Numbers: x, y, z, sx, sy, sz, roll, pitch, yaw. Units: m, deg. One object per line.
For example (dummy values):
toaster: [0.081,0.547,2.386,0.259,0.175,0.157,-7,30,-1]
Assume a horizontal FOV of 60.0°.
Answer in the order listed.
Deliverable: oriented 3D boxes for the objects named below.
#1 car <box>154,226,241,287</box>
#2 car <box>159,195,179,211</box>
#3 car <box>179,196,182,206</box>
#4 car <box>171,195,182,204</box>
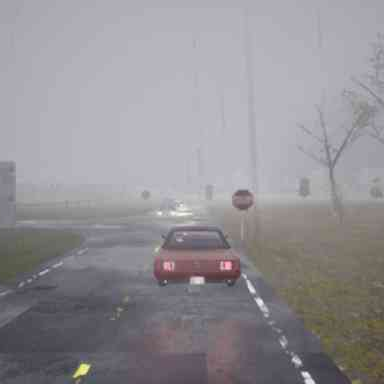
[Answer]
car: [0.076,1.587,9.267,1.895,1.301,4.718,0,0,-1]
car: [-2.822,1.443,39.451,1.837,1.490,4.892,0,0,0]
car: [-2.806,1.396,49.885,1.882,1.535,5.008,0,0,0]
car: [-2.760,1.402,60.532,1.837,1.490,4.892,0,0,1]
